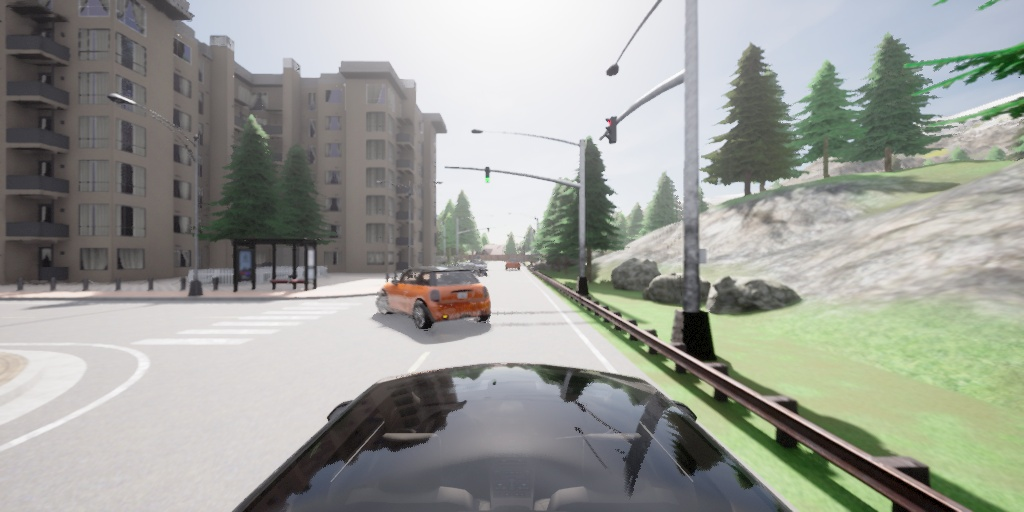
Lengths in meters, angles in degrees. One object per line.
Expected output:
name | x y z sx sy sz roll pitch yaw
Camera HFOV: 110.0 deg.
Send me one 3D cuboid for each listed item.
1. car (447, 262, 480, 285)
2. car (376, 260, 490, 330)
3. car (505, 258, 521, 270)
car | -3.598 1.278 27.434 1.837 1.490 4.892 0 0 0
car | -2.659 1.104 11.514 2.097 1.767 4.553 0 0 -38
car | 0.108 1.148 52.631 2.097 1.767 4.553 0 0 -2
